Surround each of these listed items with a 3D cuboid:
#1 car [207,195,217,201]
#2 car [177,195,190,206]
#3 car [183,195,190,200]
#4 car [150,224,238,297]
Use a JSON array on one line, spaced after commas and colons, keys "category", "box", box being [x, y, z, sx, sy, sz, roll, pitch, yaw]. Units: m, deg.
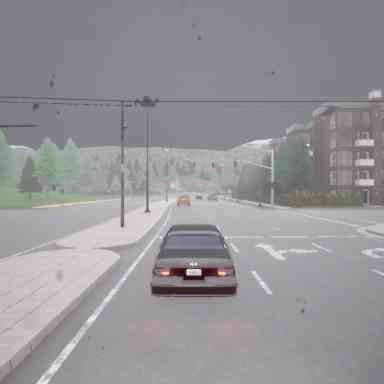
[{"category": "car", "box": [5.475, 1.539, 85.353, 2.033, 1.411, 5.357, 0, 0, 0]}, {"category": "car", "box": [-1.359, 1.352, 54.481, 2.097, 1.767, 4.553, 0, 0, -1]}, {"category": "car", "box": [-1.548, 1.524, 95.484, 1.812, 1.442, 4.674, 0, 0, 0]}, {"category": "car", "box": [0.042, 1.547, 8.736, 2.033, 1.411, 5.357, 0, 0, 0]}]
